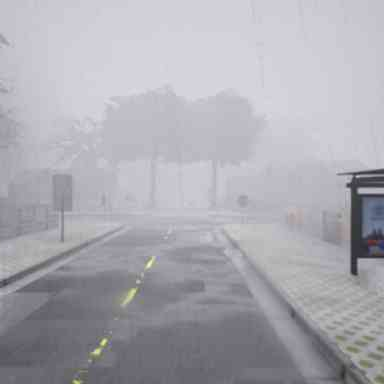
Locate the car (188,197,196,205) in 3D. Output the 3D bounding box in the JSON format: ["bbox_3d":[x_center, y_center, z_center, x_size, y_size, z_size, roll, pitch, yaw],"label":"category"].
[{"bbox_3d":[-0.003,2.229,83.758,2.097,1.767,4.553,0,-1,0],"label":"car"}]

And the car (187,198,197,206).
[{"bbox_3d":[-0.003,2.363,73.736,1.994,1.385,4.181,0,-1,0],"label":"car"}]
